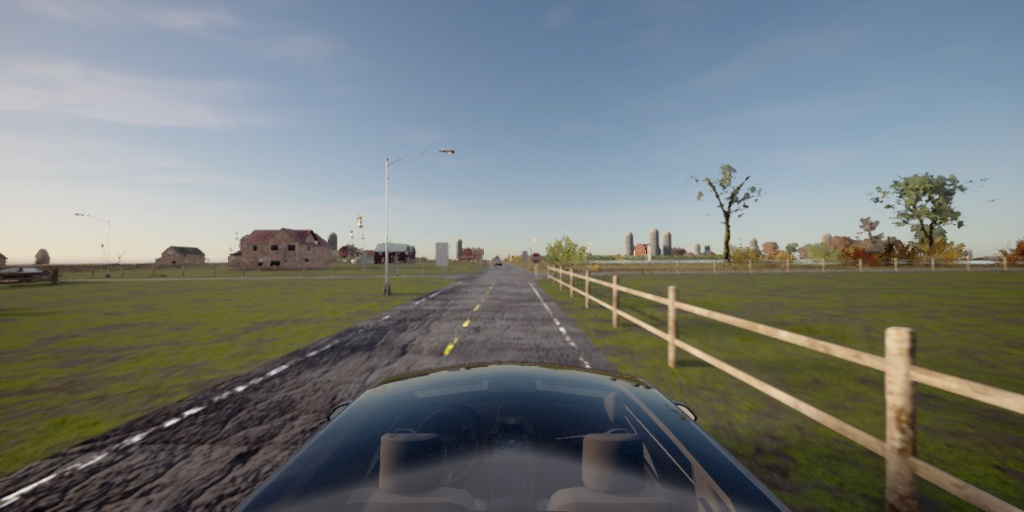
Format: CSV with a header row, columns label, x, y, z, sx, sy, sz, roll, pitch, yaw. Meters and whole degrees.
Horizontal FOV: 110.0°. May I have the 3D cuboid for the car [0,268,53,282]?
label,x,y,z,sx,sy,sz,roll,pitch,yaw
car,-51.923,1.952,38.262,4.674,1.442,1.812,-1,-1,-1
